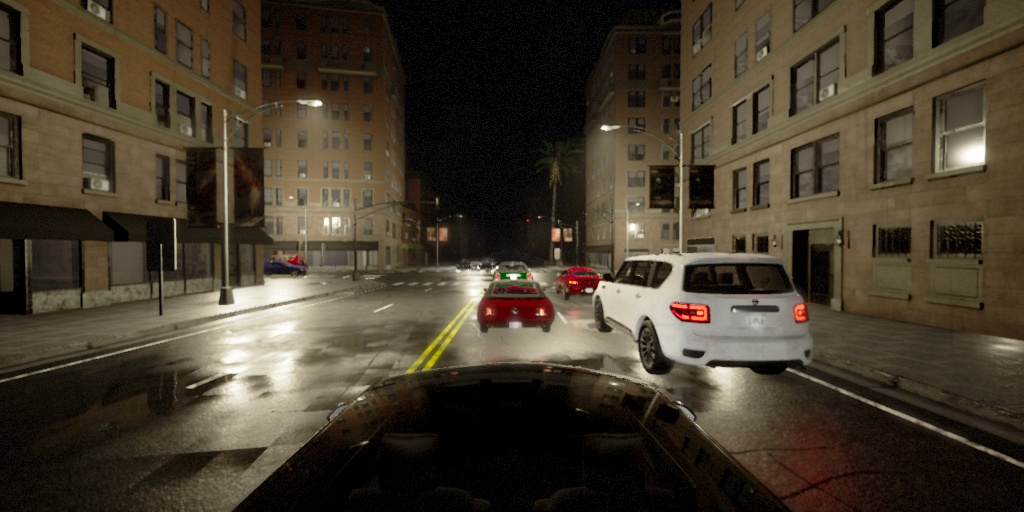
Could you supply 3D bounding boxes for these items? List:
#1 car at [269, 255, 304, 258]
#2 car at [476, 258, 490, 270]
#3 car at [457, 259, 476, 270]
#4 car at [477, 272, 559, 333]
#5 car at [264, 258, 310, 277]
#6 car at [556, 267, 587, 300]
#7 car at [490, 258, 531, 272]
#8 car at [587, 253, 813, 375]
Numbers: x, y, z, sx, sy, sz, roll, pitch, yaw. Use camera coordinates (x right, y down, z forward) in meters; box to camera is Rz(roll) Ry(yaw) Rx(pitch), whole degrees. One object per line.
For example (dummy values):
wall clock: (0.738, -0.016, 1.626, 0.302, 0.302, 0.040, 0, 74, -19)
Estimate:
car: (-23.958, 0.798, 36.992, 5.009, 1.841, 2.192, 0, 0, -9)
car: (-3.432, 1.044, 50.281, 2.097, 1.767, 4.553, 0, 0, 0)
car: (-6.684, 1.196, 51.102, 1.837, 1.490, 4.892, 0, 0, 0)
car: (0.083, 1.340, 10.692, 1.895, 1.301, 4.718, 0, 0, 0)
car: (-20.507, 1.116, 31.675, 4.674, 1.442, 1.812, 0, 1, -9)
car: (3.223, 1.256, 17.292, 1.812, 1.442, 4.674, 0, 0, 0)
car: (0.003, 1.080, 19.684, 2.097, 1.767, 4.553, 0, 0, -2)
car: (3.329, 0.964, 7.605, 2.150, 2.045, 5.566, 0, 0, 0)
